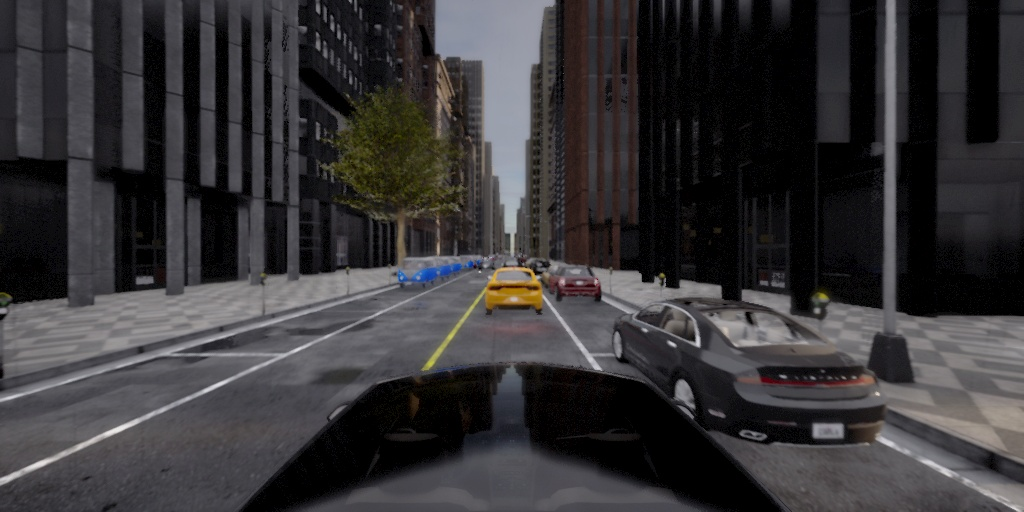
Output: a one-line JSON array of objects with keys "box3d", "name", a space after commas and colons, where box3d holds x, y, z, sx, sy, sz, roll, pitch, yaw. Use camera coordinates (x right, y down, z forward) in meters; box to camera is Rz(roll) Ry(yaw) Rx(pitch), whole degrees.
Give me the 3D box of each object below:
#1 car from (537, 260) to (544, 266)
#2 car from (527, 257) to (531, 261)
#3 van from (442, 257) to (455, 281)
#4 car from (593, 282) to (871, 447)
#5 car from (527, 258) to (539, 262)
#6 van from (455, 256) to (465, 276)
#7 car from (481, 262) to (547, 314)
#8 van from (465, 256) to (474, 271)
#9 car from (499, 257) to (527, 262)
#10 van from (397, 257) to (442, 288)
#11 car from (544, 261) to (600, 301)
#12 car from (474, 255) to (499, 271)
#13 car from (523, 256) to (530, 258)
[{"box3d": [2.760, 1.171, 22.343, 1.751, 1.417, 4.829, 0, 0, 0], "name": "car"}, {"box3d": [2.758, 1.129, 39.028, 1.948, 1.339, 4.313, 0, 0, 0], "name": "car"}, {"box3d": [-5.765, 0.958, 27.784, 1.690, 1.789, 3.998, 0, 0, 0], "name": "van"}, {"box3d": [2.763, 1.282, 5.317, 2.007, 1.370, 4.403, 0, 0, 0], "name": "car"}, {"box3d": [2.759, 1.156, 33.410, 1.948, 1.339, 4.313, 0, 0, 0], "name": "car"}, {"box3d": [-5.766, 0.930, 33.402, 1.690, 1.789, 3.998, 0, 0, 0], "name": "van"}, {"box3d": [0.078, 1.166, 13.521, 1.882, 1.535, 5.008, 0, 0, 0], "name": "car"}, {"box3d": [-5.767, 0.877, 44.638, 1.690, 1.789, 3.998, 0, 0, 0], "name": "van"}, {"box3d": [0.079, 1.078, 31.177, 1.882, 1.535, 5.008, 0, 0, 0], "name": "car"}, {"box3d": [-5.765, 0.986, 22.165, 1.690, 1.789, 3.998, 0, 0, 0], "name": "van"}, {"box3d": [2.761, 1.113, 16.554, 1.967, 1.591, 4.097, 0, 0, 0], "name": "car"}, {"box3d": [-3.094, 1.028, 44.385, 2.128, 1.511, 4.902, 0, 0, 0], "name": "car"}, {"box3d": [2.757, 1.035, 50.436, 1.751, 1.417, 4.829, 0, 0, 0], "name": "car"}]
